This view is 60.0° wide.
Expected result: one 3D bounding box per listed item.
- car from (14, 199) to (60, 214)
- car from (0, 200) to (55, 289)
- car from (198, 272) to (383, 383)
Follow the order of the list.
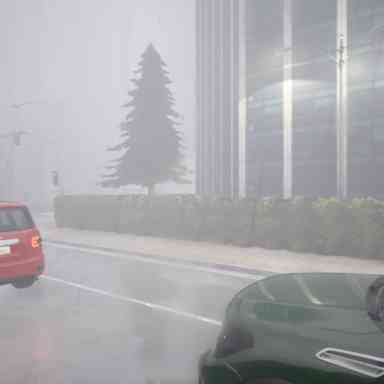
[{"bbox_3d":[-17.214,1.561,37.021,1.994,1.385,4.181,0,0,36],"label":"car"},{"bbox_3d":[-5.762,1.221,8.033,5.566,2.045,2.150,0,0,38],"label":"car"},{"bbox_3d":[2.711,1.222,2.057,5.566,2.045,2.150,0,0,36],"label":"car"}]
